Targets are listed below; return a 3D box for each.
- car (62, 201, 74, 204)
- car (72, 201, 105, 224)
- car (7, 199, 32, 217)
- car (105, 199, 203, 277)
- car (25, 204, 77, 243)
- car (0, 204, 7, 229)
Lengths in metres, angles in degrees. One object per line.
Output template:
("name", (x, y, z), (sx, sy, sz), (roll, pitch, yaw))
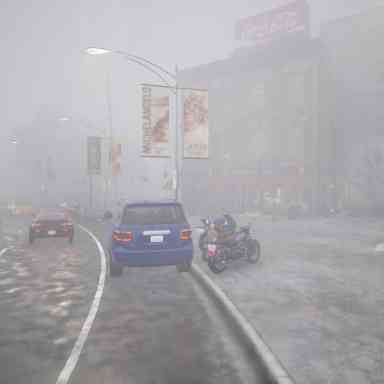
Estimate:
("car", (-10.641, 1.512, 29.304), (2.002, 1.452, 4.674), (0, 0, -38))
("car", (-7.348, 1.590, 24.614), (1.895, 1.301, 4.718), (0, 0, -28))
("car", (-16.165, 1.442, 30.902), (1.801, 1.575, 5.366), (0, 0, -41))
("car", (-1.533, 1.219, 10.591), (2.150, 2.045, 5.566), (0, 0, -15))
("car", (-6.735, 1.521, 16.056), (1.812, 1.442, 4.674), (0, 0, -22))
("car", (-12.859, 1.480, 20.581), (2.128, 1.511, 4.902), (0, 0, -29))
